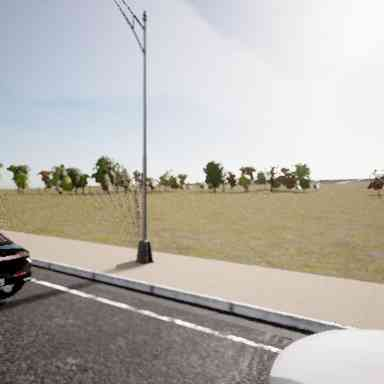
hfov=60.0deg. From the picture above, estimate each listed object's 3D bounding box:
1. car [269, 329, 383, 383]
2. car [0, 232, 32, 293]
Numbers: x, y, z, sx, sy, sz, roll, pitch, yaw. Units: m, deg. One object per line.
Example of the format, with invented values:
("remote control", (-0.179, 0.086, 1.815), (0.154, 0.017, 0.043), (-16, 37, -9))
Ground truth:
("car", (2.703, 1.529, 1.760), (4.674, 1.442, 1.812), (0, 0, 36))
("car", (-5.579, 1.472, 7.546), (4.902, 1.511, 2.128), (0, 0, 36))
